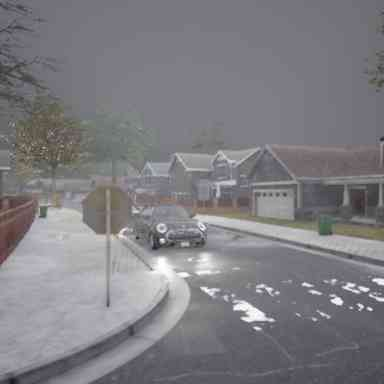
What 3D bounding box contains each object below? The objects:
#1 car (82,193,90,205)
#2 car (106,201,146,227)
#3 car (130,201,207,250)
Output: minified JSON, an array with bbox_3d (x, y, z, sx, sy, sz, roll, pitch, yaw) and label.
[{"bbox_3d":[-16.570,1.131,54.544,2.150,2.045,5.566,0,0,-29],"label":"car"},{"bbox_3d":[-4.772,1.464,23.384,1.812,1.442,4.674,0,0,-23],"label":"car"},{"bbox_3d":[-1.045,1.307,14.170,2.097,1.767,4.553,0,0,-21],"label":"car"}]
